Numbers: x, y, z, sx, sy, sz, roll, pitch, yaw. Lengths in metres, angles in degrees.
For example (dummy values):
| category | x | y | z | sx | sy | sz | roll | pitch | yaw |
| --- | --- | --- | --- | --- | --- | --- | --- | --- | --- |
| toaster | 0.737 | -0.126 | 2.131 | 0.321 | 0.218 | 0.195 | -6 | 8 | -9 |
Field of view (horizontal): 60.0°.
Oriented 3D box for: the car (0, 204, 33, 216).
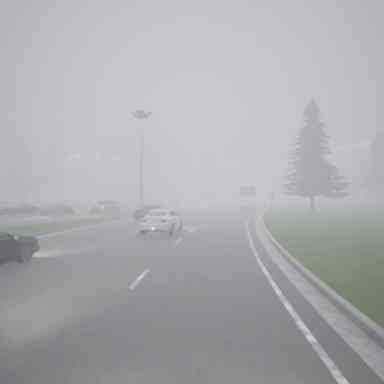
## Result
| category | x | y | z | sx | sy | sz | roll | pitch | yaw |
| --- | --- | --- | --- | --- | --- | --- | --- | --- | --- |
| car | -18.237 | 1.916 | 35.833 | 1.895 | 1.301 | 4.718 | 0 | -1 | 17 |

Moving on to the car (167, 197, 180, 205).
| category | x | y | z | sx | sy | sz | roll | pitch | yaw |
| --- | --- | --- | --- | --- | --- | --- | --- | --- | --- |
| car | -4.345 | 1.996 | 75.021 | 2.097 | 1.767 | 4.553 | 0 | -1 | 14 |

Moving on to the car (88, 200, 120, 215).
| category | x | y | z | sx | sy | sz | roll | pitch | yaw |
| --- | --- | --- | --- | --- | --- | --- | --- | --- | --- |
| car | -10.158 | 1.707 | 38.654 | 2.097 | 1.767 | 4.553 | 0 | -1 | 15 |

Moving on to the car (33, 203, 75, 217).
| category | x | y | z | sx | sy | sz | roll | pitch | yaw |
| --- | --- | --- | --- | --- | --- | --- | --- | --- | --- |
| car | -14.564 | 1.887 | 36.005 | 1.994 | 1.385 | 4.181 | 0 | -1 | 16 |

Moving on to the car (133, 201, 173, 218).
| category | x | y | z | sx | sy | sz | roll | pitch | yaw |
| --- | --- | --- | --- | --- | --- | --- | --- | --- | --- |
| car | -3.650 | 1.831 | 30.144 | 2.033 | 1.411 | 5.357 | 0 | -1 | 12 |

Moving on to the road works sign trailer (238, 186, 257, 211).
| category | x | y | z | sx | sy | sz | roll | pitch | yaw |
| --- | --- | --- | --- | --- | --- | --- | --- | --- | --- |
| road works sign trailer | 8.146 | 0.950 | 49.226 | 2.380 | 3.560 | 2.880 | 0 | -1 | 14 |

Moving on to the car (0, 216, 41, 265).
| category | x | y | z | sx | sy | sz | roll | pitch | yaw |
| --- | --- | --- | --- | --- | --- | --- | --- | --- | --- |
| car | -6.459 | 1.628 | 9.386 | 2.033 | 1.411 | 5.357 | 0 | -1 | 4 |

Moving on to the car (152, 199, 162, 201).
| category | x | y | z | sx | sy | sz | roll | pitch | yaw |
| --- | --- | --- | --- | --- | --- | --- | --- | --- | --- |
| car | -7.952 | 2.258 | 75.045 | 1.994 | 1.385 | 4.181 | 0 | -1 | 14 |

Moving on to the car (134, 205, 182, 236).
| category | x | y | z | sx | sy | sz | roll | pitch | yaw |
| --- | --- | --- | --- | --- | --- | --- | --- | --- | --- |
| car | -1.768 | 1.714 | 19.830 | 1.812 | 1.442 | 4.674 | 0 | -1 | 7 |

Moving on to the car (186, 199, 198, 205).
| category | x | y | z | sx | sy | sz | roll | pitch | yaw |
| --- | --- | --- | --- | --- | --- | --- | --- | --- | --- |
| car | 0.067 | 2.298 | 78.147 | 1.994 | 1.385 | 4.181 | 0 | -1 | 14 |
